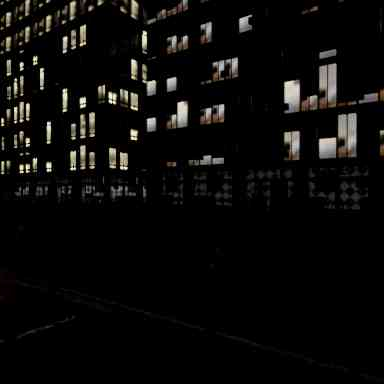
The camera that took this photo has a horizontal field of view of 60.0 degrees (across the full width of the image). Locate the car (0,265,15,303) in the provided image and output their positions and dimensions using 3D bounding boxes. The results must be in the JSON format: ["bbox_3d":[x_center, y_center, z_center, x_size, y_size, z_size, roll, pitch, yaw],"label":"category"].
[{"bbox_3d":[-5.491,1.526,6.799,4.829,1.417,1.752,0,0,36],"label":"car"}]
